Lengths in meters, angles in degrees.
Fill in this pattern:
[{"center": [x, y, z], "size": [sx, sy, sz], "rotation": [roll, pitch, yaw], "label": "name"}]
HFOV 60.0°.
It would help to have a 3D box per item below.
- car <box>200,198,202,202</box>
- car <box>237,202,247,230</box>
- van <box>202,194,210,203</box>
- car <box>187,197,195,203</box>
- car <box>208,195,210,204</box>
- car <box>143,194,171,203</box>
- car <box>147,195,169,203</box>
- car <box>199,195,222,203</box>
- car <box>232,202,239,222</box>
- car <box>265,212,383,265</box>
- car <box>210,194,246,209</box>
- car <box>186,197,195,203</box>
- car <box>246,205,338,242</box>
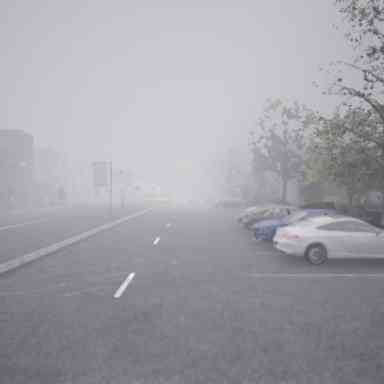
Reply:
[{"center": [5.055, 1.691, 71.828], "size": [5.366, 1.575, 1.946], "rotation": [0, -1, 0], "label": "car"}, {"center": [5.080, 1.486, 17.458], "size": [4.892, 1.521, 2.231], "rotation": [0, 0, 0], "label": "car"}, {"center": [4.777, 1.420, 69.036], "size": [4.442, 1.987, 1.878], "rotation": [0, -1, 0], "label": "van"}, {"center": [-0.280, 1.887, 78.184], "size": [2.033, 1.411, 5.357], "rotation": [0, -2, -1], "label": "car"}, {"center": [5.045, 1.536, 48.240], "size": [4.674, 1.452, 2.002], "rotation": [0, 0, 0], "label": "car"}, {"center": [-7.564, 1.649, 69.573], "size": [5.366, 1.575, 1.946], "rotation": [0, -1, 0], "label": "car"}, {"center": [-7.373, 1.577, 72.494], "size": [4.553, 1.767, 2.185], "rotation": [0, -1, -1], "label": "car"}, {"center": [4.696, 1.792, 85.668], "size": [5.566, 2.045, 2.435], "rotation": [0, -2, -1], "label": "car"}, {"center": [5.083, 1.526, 20.734], "size": [4.674, 1.452, 2.002], "rotation": [0, 0, 0], "label": "car"}, {"center": [5.083, 1.523, 11.036], "size": [4.674, 1.452, 2.002], "rotation": [0, 0, 0], "label": "car"}, {"center": [5.118, 1.368, 45.070], "size": [4.553, 1.767, 2.185], "rotation": [0, 0, 0], "label": "car"}, {"center": [-0.398, 2.089, 88.649], "size": [2.128, 1.511, 4.902], "rotation": [0, -2, 2], "label": "car"}, {"center": [5.091, 1.484, 14.185], "size": [5.008, 1.535, 2.097], "rotation": [0, 0, 0], "label": "car"}]
